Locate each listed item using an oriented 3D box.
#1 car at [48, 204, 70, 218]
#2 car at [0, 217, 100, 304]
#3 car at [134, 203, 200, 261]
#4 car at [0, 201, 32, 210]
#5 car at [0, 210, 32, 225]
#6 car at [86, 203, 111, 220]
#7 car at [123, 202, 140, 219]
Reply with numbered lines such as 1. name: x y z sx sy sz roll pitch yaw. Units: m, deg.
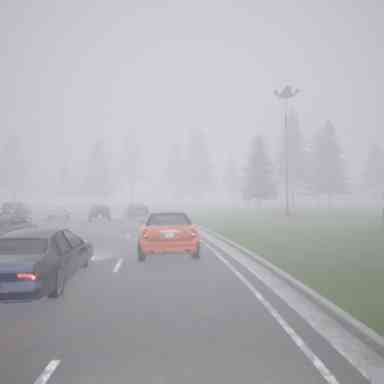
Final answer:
1. car: -12.621 1.828 31.602 1.812 1.442 4.674 0 0 -20
2. car: -3.910 1.633 8.548 2.033 1.411 5.357 0 0 -6
3. car: -1.004 1.451 12.979 2.097 1.767 4.553 0 0 -7
4. car: -15.722 1.661 29.796 2.097 1.767 4.553 0 0 -19
5. car: -8.294 1.721 14.722 1.994 1.385 4.181 0 0 -9
6. car: -8.420 1.770 30.097 1.837 1.490 4.892 0 -1 -18
7. car: -5.516 1.741 32.381 1.882 1.535 5.008 0 0 -19
